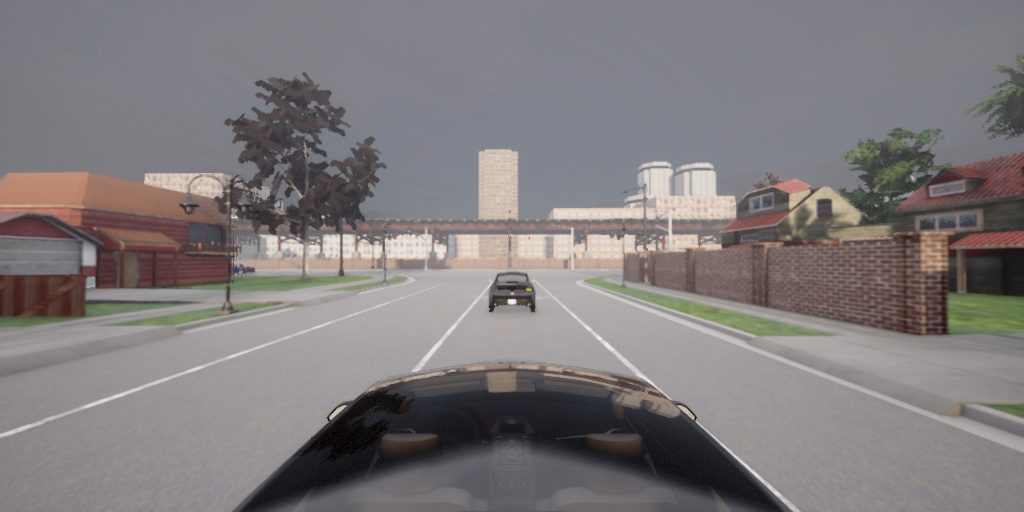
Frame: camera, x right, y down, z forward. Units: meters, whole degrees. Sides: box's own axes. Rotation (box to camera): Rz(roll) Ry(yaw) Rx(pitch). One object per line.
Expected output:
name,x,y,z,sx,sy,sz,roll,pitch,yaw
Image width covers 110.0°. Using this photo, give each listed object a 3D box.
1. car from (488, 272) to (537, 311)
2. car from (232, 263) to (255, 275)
car,0.018,1.407,15.351,1.837,1.490,4.892,0,0,0
car,-37.744,1.746,48.779,5.008,1.535,1.882,0,-1,2
